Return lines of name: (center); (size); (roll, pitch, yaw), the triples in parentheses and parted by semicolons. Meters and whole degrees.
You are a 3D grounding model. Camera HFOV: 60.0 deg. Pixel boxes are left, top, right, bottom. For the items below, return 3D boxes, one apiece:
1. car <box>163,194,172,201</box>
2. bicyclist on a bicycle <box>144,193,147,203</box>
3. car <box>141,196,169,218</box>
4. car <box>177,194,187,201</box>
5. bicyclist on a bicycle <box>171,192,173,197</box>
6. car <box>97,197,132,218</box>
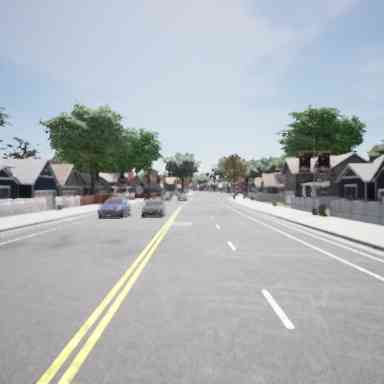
car: (-5.366, 1.185, 69.914); (2.128, 1.511, 4.902); (0, 0, 3)
bicyclist on a bicycle: (-8.190, 1.123, 58.436); (0.659, 1.776, 1.843); (0, 0, 3)
car: (-3.339, 1.414, 29.459); (1.837, 1.490, 4.892); (0, 0, 0)
car: (-2.044, 1.176, 70.915); (2.128, 1.511, 4.902); (0, 0, 4)
bicyclist on a bicycle: (-5.516, 0.867, 92.727); (0.659, 1.776, 1.843); (0, 1, 7)
car: (-6.589, 1.265, 28.644); (2.097, 1.767, 4.553); (0, 0, 0)
